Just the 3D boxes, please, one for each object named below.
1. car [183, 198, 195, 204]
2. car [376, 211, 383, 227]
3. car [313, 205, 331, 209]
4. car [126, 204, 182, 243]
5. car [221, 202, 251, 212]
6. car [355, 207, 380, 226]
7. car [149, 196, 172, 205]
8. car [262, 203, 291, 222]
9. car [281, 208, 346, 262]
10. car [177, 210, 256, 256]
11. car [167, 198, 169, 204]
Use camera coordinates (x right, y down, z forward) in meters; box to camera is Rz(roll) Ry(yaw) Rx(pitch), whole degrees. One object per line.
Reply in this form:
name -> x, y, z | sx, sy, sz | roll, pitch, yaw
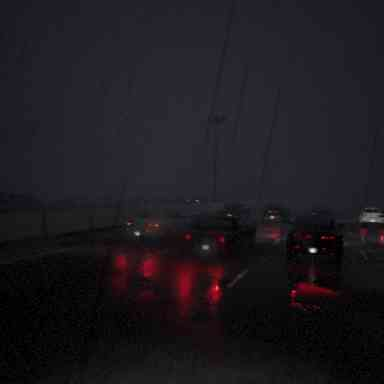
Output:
car -> 0.793, 1.544, 59.312 | 2.097, 1.767, 4.553 | 1, -1, 22
car -> 8.054, 1.681, 11.627 | 2.128, 1.511, 4.902 | 1, 0, 23
car -> 10.692, 1.807, 27.485 | 1.812, 1.442, 4.674 | 1, 0, 23
car -> -1.420, 1.541, 16.185 | 1.812, 1.442, 4.674 | 1, 0, 23
car -> 3.948, 1.659, 29.494 | 1.837, 1.490, 4.892 | 1, 0, 23
car -> 13.935, 1.869, 26.170 | 1.812, 1.442, 4.674 | 1, 0, 23
car -> -5.745, 1.561, 61.759 | 2.128, 1.511, 4.902 | 1, -1, 23
car -> 7.190, 1.720, 28.175 | 1.837, 1.490, 4.892 | 1, 0, 23
car -> 4.820, 1.638, 12.964 | 1.837, 1.490, 4.892 | 1, 0, 23
car -> 1.328, 1.665, 13.685 | 1.895, 1.301, 4.718 | 1, 0, 23
car -> -2.486, 1.677, 60.497 | 2.033, 1.411, 5.357 | 1, -1, 23
